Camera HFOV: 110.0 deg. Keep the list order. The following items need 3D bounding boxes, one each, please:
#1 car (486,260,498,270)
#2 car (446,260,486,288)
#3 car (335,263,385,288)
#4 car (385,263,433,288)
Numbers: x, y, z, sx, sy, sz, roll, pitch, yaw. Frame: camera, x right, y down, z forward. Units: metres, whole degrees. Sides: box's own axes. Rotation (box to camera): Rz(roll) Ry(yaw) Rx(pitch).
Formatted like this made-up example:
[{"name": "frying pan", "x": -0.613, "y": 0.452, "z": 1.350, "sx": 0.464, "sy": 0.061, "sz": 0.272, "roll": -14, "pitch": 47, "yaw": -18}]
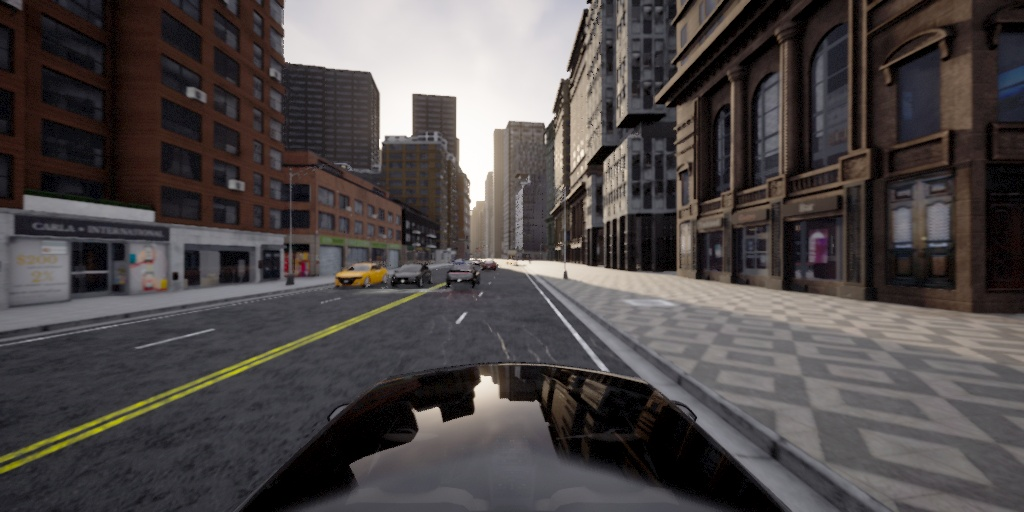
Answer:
[{"name": "car", "x": -3.159, "y": 1.290, "z": 50.954, "sx": 1.812, "sy": 1.442, "sz": 4.674, "roll": 0, "pitch": 0, "yaw": 0}, {"name": "car", "x": -3.154, "y": 1.245, "z": 23.934, "sx": 2.128, "sy": 1.511, "sz": 4.902, "roll": 0, "pitch": 0, "yaw": 0}, {"name": "car", "x": -9.850, "y": 1.229, "z": 23.781, "sx": 1.882, "sy": 1.535, "sz": 5.008, "roll": 0, "pitch": 0, "yaw": 0}, {"name": "car", "x": -6.601, "y": 1.257, "z": 24.068, "sx": 1.837, "sy": 1.490, "sz": 4.892, "roll": 0, "pitch": 0, "yaw": 0}]
